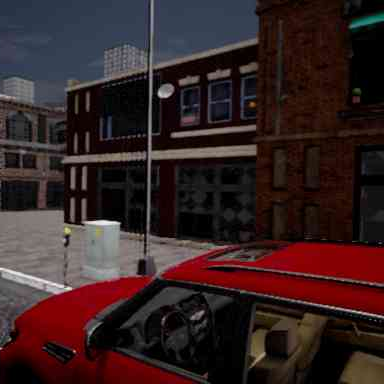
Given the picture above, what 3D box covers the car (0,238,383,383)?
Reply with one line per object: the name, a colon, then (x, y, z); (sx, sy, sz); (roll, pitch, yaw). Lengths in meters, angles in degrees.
car: (0.603, 1.309, 2.422); (5.009, 1.841, 2.192); (1, 1, 36)
